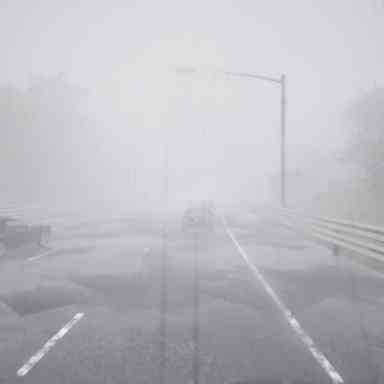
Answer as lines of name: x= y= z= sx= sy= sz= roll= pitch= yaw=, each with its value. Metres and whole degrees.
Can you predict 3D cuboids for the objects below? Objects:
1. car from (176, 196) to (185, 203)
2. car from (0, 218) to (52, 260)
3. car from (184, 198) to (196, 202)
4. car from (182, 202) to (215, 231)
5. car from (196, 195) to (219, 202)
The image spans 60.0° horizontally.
car: x=-2.178 y=1.652 z=70.649 sx=1.812 sy=1.442 sz=4.674 roll=0 pitch=0 yaw=7
car: x=-7.047 y=1.588 z=12.233 sx=1.895 sy=1.301 sz=4.718 roll=0 pitch=0 yaw=3
car: x=0.255 y=1.715 z=61.330 sx=1.895 sy=1.301 sz=4.718 roll=0 pitch=0 yaw=6
car: x=0.407 y=1.581 z=20.658 sx=2.033 sy=1.411 sz=5.357 roll=0 pitch=0 yaw=3
car: x=2.046 y=1.574 z=43.553 sx=2.128 sy=1.511 sz=4.902 roll=0 pitch=0 yaw=5
